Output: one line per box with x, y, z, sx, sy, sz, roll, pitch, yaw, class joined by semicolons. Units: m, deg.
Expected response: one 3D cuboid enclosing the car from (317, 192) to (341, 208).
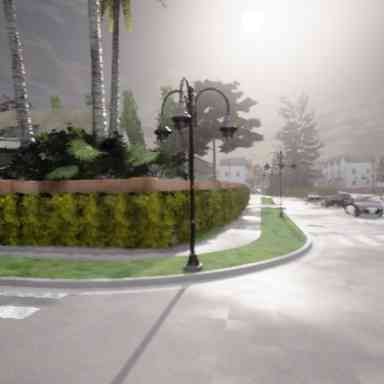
15.549;1.018;37.043;1.895;1.301;4.718;-1;1;12;car

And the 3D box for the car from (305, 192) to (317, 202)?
18.370;0.756;50.809;2.033;1.411;5.357;-1;1;12;car

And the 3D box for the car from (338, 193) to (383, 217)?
13.230;1.080;25.872;2.128;1.511;4.902;-1;1;12;car
